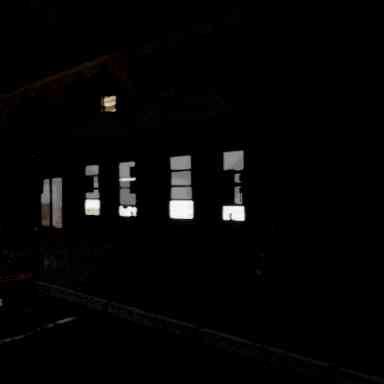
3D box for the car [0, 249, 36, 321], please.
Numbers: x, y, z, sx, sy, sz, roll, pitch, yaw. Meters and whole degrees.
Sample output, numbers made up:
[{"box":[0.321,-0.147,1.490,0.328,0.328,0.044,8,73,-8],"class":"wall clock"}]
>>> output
[{"box":[-4.758,1.543,6.286,4.507,1.381,1.887,0,-1,36],"class":"car"}]
